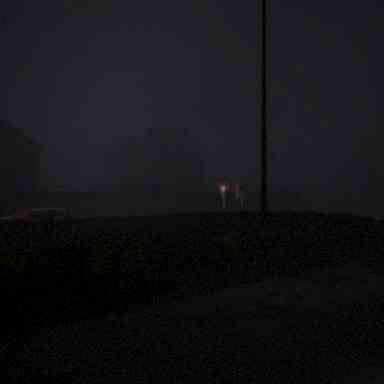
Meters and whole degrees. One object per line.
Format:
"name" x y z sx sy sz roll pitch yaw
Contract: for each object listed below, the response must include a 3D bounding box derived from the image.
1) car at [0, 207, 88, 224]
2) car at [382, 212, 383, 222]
"car" -6.659 1.477 15.952 5.008 1.535 1.882 0 0 -35
"car" 13.292 1.216 18.459 2.150 2.045 5.566 0 0 -11
